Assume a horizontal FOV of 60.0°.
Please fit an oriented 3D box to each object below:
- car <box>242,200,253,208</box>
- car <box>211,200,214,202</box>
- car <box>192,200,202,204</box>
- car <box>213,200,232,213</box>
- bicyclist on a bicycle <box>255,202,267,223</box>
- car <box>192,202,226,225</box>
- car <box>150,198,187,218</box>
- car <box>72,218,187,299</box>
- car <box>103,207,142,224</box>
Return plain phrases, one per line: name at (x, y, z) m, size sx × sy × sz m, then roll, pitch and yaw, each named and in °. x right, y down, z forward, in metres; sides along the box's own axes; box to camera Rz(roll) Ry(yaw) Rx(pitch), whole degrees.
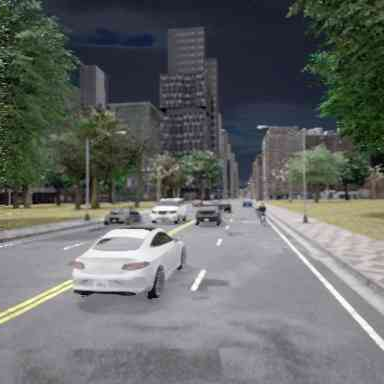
car at (10.667, 2.202, 64.080) m, size 1.882 × 1.535 × 5.008 m, roll -1°, pitch -1°, yaw 9°
car at (4.715, 2.364, 68.667) m, size 1.812 × 1.442 × 4.674 m, roll -1°, pitch -1°, yaw 9°
car at (1.152, 2.324, 67.011) m, size 1.882 × 1.535 × 5.008 m, roll -1°, pitch -1°, yaw 9°
car at (4.398, 2.000, 45.284) m, size 1.882 × 1.535 × 5.008 m, roll -1°, pitch -1°, yaw 9°
bicyclist on a bicycle at (5.216, 1.615, 24.631) m, size 0.659 × 1.776 × 1.843 m, roll -1°, pitch -1°, yaw 9°
car at (1.446, 1.808, 26.674) m, size 1.837 × 1.490 × 4.892 m, roll -1°, pitch -1°, yaw 9°
car at (-1.828, 1.570, 28.073) m, size 2.150 × 2.045 × 5.566 m, roll -1°, pitch -1°, yaw 9°
car at (-1.400, 1.637, 8.715) m, size 1.812 × 1.442 × 4.674 m, roll -1°, pitch -1°, yaw 9°
car at (-5.394, 1.922, 26.313) m, size 1.994 × 1.385 × 4.181 m, roll -1°, pitch -1°, yaw 9°
